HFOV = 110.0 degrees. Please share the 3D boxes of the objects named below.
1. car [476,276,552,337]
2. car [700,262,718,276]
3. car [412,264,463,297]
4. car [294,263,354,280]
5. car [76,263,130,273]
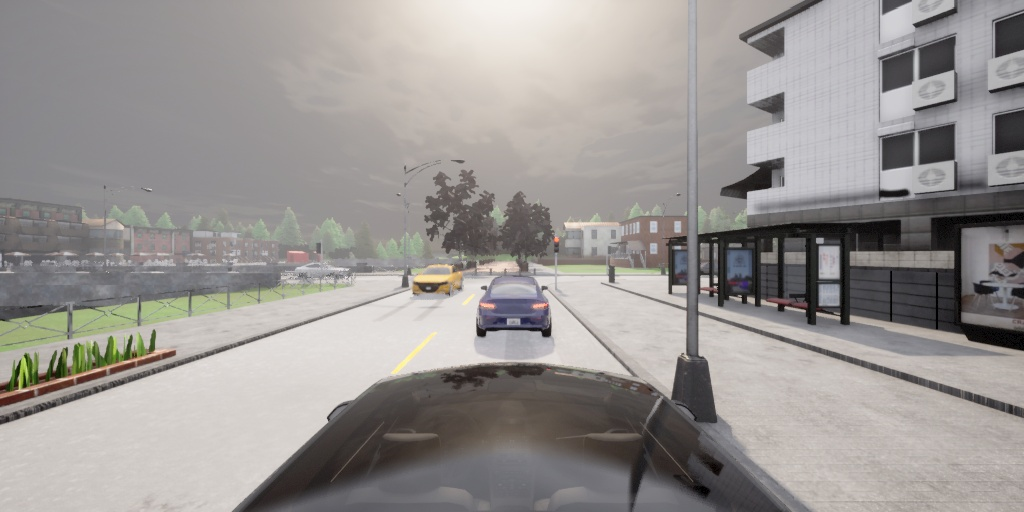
[{"bbox_3d":[0.063,1.276,10.161,1.812,1.442,4.674,0,0,1],"label":"car"},{"bbox_3d":[18.904,1.297,34.431,5.357,1.411,2.033,0,0,0],"label":"car"},{"bbox_3d":[-3.836,1.227,19.200,1.882,1.535,5.008,0,0,1],"label":"car"},{"bbox_3d":[-15.872,1.276,30.348,4.674,1.442,1.812,0,0,0],"label":"car"},{"bbox_3d":[-35.065,1.314,30.391,4.181,1.385,1.994,0,0,0],"label":"car"}]
